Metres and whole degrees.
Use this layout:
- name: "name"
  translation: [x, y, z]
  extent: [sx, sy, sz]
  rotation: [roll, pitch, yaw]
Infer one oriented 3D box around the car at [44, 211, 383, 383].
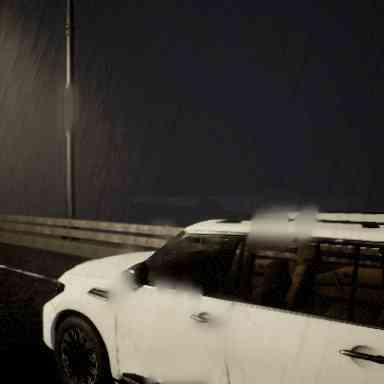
- name: "car"
  translation: [0.802, 1.226, 3.428]
  extent: [5.566, 2.045, 2.150]
  rotation: [0, 0, 36]
